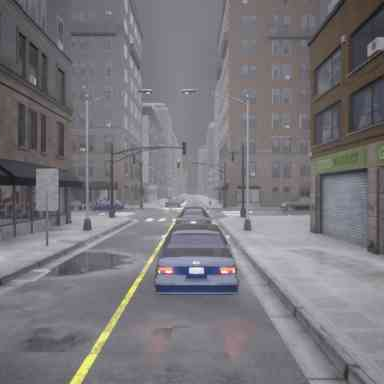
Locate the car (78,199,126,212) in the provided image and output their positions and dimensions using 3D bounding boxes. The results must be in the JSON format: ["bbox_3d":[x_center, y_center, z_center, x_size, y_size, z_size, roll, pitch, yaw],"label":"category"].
[{"bbox_3d":[-9.677,1.513,36.785,4.674,1.442,1.812,0,0,0],"label":"car"}]

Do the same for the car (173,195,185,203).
[{"bbox_3d":[-2.641,1.493,68.618,2.128,1.511,4.902,0,0,0],"label":"car"}]

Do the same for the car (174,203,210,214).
[{"bbox_3d":[0.095,1.563,19.399,1.994,1.385,4.181,0,0,1],"label":"car"}]

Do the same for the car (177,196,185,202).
[{"bbox_3d":[-2.614,1.599,78.931,1.895,1.301,4.718,0,0,0],"label":"car"}]

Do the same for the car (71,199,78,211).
[{"bbox_3d":[-14.677,1.539,39.337,4.313,1.339,1.947,0,0,0],"label":"car"}]

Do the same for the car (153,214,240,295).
[{"bbox_3d":[0.098,1.547,8.853,2.033,1.411,5.357,0,0,0],"label":"car"}]

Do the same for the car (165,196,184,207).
[{"bbox_3d":[-2.785,1.351,49.885,2.097,1.767,4.553,0,0,1],"label":"car"}]

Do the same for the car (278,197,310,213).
[{"bbox_3d":[11.889,1.354,36.716,4.553,1.767,2.097,0,0,0],"label":"car"}]
